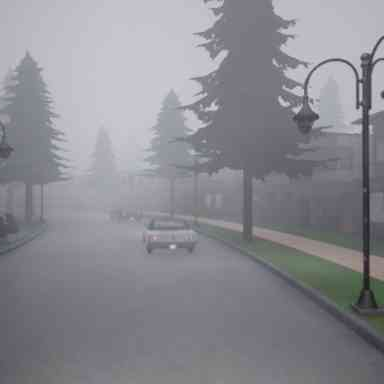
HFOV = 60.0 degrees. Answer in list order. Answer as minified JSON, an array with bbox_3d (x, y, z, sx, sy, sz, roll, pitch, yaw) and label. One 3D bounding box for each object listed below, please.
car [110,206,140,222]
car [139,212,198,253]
[{"bbox_3d":[-5.821,1.876,29.026,1.895,1.301,4.718,0,-1,-25],"label":"car"},{"bbox_3d":[-1.125,1.736,14.383,1.895,1.301,4.718,0,-1,-11],"label":"car"}]
